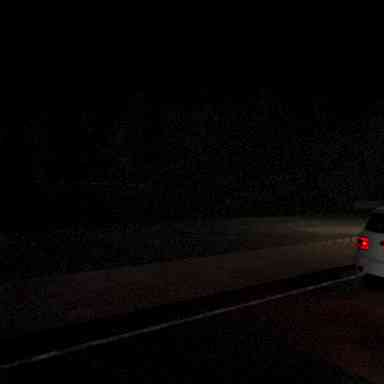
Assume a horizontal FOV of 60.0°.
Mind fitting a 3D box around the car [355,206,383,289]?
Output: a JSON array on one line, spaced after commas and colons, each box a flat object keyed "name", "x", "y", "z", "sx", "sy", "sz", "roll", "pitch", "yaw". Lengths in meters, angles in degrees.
[{"name": "car", "x": 6.304, "y": 1.337, "z": 8.248, "sx": 5.566, "sy": 2.045, "sz": 2.150, "roll": 1, "pitch": 0, "yaw": -36}]
